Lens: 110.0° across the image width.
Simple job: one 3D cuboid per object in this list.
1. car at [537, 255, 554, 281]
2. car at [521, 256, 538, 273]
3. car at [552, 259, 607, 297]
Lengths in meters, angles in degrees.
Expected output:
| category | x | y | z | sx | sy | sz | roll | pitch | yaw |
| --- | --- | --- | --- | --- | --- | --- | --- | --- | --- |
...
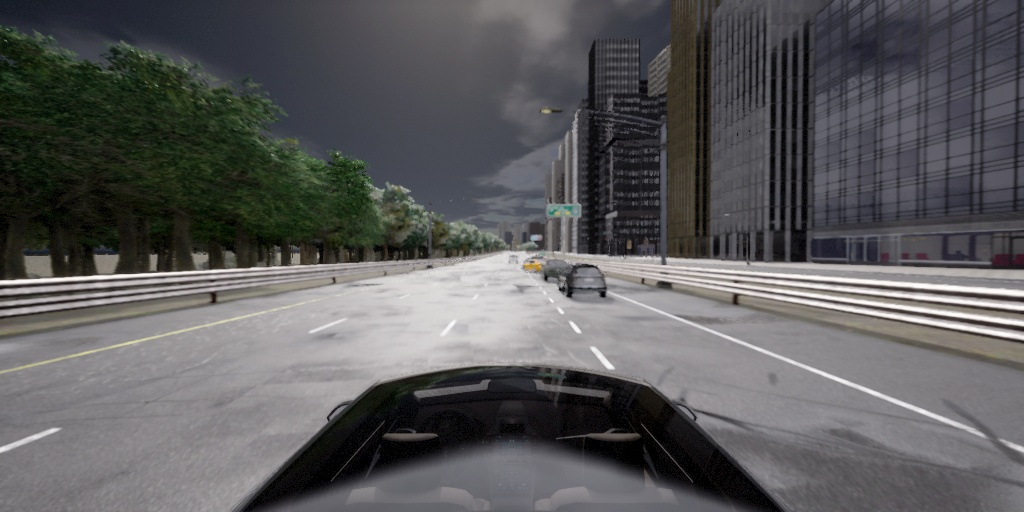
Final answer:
| category | x | y | z | sx | sy | sz | roll | pitch | yaw |
| --- | --- | --- | --- | --- | --- | --- | --- | --- | --- |
| car | 3.490 | 1.049 | 29.485 | 2.097 | 1.767 | 4.553 | 0 | 0 | 0 |
| car | 2.794 | 1.139 | 41.681 | 1.882 | 1.535 | 5.008 | 0 | 0 | -21 |
| car | 3.501 | 1.150 | 18.523 | 2.033 | 1.649 | 4.856 | 0 | 0 | 0 |
